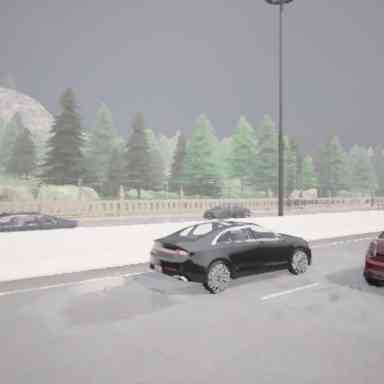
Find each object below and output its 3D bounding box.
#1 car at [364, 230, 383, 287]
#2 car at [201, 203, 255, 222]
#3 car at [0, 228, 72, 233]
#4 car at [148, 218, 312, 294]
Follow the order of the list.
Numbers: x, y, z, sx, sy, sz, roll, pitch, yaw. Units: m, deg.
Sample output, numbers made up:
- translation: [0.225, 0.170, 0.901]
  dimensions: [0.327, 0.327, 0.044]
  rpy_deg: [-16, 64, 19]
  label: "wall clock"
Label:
- translation: [6.287, 1.392, 8.230]
  dimensions: [4.553, 1.767, 2.097]
  rpy_deg: [0, 0, -35]
  label: "car"
- translation: [3.006, 1.638, 27.529]
  dimensions: [4.181, 1.385, 1.994]
  rpy_deg: [0, 0, -35]
  label: "car"
- translation: [-6.639, 1.496, 12.146]
  dimensions: [4.902, 1.511, 2.128]
  rpy_deg: [0, 0, -35]
  label: "car"
- translation: [1.207, 1.516, 8.904]
  dimensions: [4.902, 1.511, 2.128]
  rpy_deg: [0, 0, -35]
  label: "car"
